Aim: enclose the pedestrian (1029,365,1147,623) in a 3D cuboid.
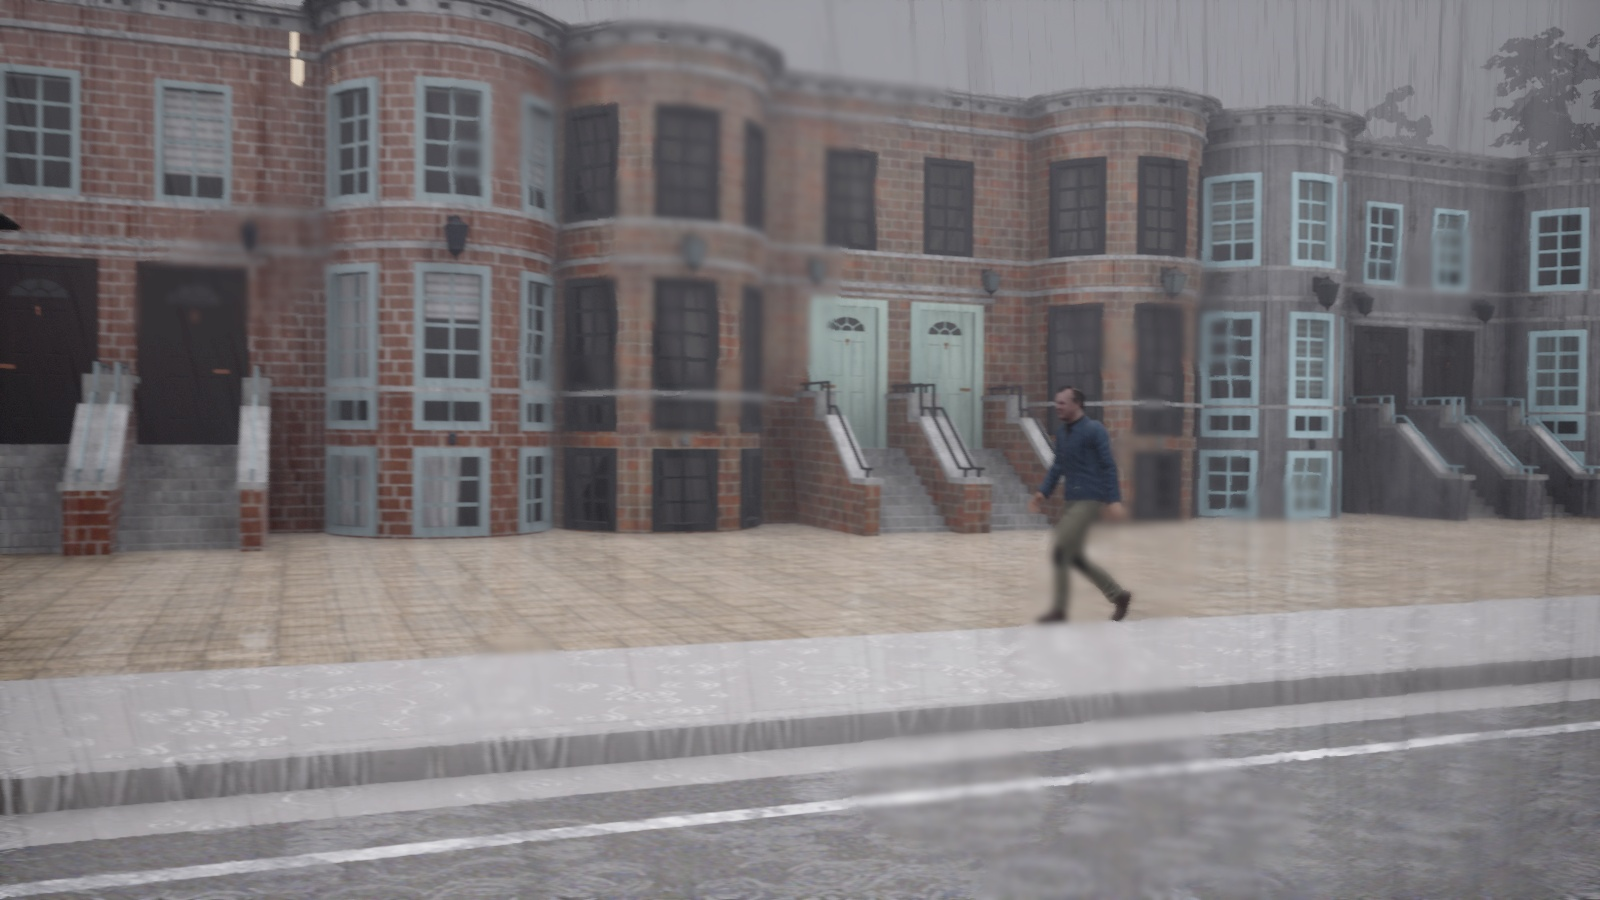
[{"bbox_3d":[2.123,0.309,9.274,0.726,1.842,0.402,-1,1,-18],"label":"pedestrian"}]
